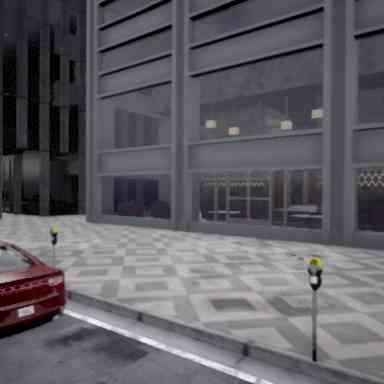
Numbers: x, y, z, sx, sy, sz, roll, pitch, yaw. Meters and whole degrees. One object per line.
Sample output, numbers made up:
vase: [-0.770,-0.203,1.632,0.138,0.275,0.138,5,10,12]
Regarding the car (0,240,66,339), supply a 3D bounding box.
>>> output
car: [-4.102,1.498,5.896,4.507,1.381,1.887,0,0,36]
